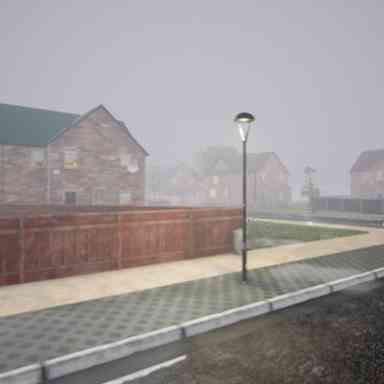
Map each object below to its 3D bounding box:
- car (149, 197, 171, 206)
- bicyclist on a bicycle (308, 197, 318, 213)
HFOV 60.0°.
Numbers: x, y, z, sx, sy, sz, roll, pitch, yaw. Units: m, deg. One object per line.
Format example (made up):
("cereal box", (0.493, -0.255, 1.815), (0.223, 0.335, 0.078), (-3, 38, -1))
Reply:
("car", (-5.058, 1.504, 51.551), (2.128, 1.511, 4.902), (1, -1, -36))
("bicyclist on a bicycle", (12.037, 1.324, 32.986), (1.656, 1.620, 0.582), (0, 0, -36))
